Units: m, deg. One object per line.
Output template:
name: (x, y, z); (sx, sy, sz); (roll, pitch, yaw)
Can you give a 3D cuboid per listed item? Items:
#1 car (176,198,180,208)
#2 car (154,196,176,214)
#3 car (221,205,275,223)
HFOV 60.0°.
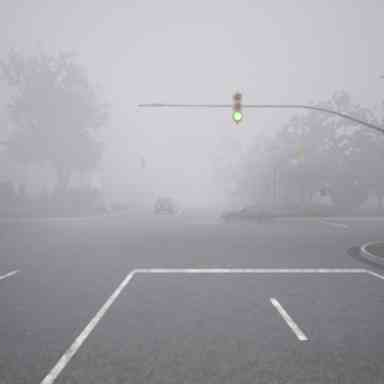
car: (-3.602, 2.231, 58.424); (2.033, 1.411, 5.357); (0, -1, 0)
car: (-3.581, 1.743, 42.770); (2.150, 2.045, 5.566); (0, -1, 0)
car: (4.819, 1.880, 28.759); (4.674, 1.442, 1.812); (0, -1, -3)
